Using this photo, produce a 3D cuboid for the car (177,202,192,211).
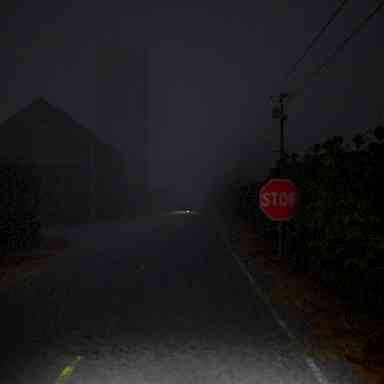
[{"bbox_3d":[-1.145,2.263,51.440,1.994,1.385,4.181,0,-1,5],"label":"car"}]
